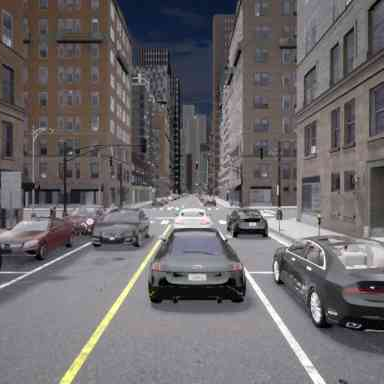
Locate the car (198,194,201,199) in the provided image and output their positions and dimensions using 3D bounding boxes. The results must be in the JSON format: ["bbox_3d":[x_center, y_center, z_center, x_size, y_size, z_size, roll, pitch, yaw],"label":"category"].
[{"bbox_3d":[3.008,1.523,76.493,1.967,1.590,4.097,0,0,0],"label":"car"}]

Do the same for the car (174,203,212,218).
[{"bbox_3d":[0.052,1.526,16.990,1.812,1.442,4.674,0,0,1],"label":"car"}]

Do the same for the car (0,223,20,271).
[{"bbox_3d":[-5.663,1.565,6.774,1.947,1.339,4.313,0,0,0],"label":"car"}]

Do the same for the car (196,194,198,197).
[{"bbox_3d":[3.053,1.455,92.721,2.192,1.841,5.009,0,0,0],"label":"car"}]

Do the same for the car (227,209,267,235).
[{"bbox_3d":[2.874,1.566,17.768,1.947,1.339,4.313,0,0,0],"label":"car"}]

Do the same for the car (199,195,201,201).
[{"bbox_3d":[2.978,1.606,65.675,2.008,1.369,4.403,0,0,0],"label":"car"}]

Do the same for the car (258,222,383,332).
[{"bbox_3d":[2.862,1.550,6.765,2.008,1.369,4.403,0,0,0],"label":"car"}]

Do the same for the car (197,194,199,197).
[{"bbox_3d":[3.038,1.559,87.311,1.967,1.590,4.097,0,0,0],"label":"car"}]

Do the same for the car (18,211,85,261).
[{"bbox_3d":[-5.657,1.582,12.275,1.802,1.307,4.206,0,0,0],"label":"car"}]

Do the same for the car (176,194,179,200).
[{"bbox_3d":[-5.471,1.455,92.740,2.192,1.841,5.009,0,0,0],"label":"car"}]

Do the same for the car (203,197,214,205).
[{"bbox_3d":[2.962,1.570,60.437,1.752,1.417,4.829,0,0,0],"label":"car"}]

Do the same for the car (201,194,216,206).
[{"bbox_3d":[2.946,1.475,54.858,1.967,1.590,4.097,0,0,0],"label":"car"}]

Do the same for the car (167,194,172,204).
[{"bbox_3d":[-5.547,1.606,65.696,2.008,1.369,4.403,0,0,0],"label":"car"}]

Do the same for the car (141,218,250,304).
[{"bbox_3d":[0.091,1.564,8.232,1.994,1.385,4.181,0,0,0],"label":"car"}]

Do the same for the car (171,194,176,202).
[{"bbox_3d":[-5.502,1.625,81.752,1.752,1.417,4.829,0,0,0],"label":"car"}]

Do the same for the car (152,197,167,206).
[{"bbox_3d":[-5.578,1.617,54.880,1.802,1.307,4.206,0,0,0],"label":"car"}]

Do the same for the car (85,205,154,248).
[{"bbox_3d":[-2.985,1.507,14.840,1.837,1.490,4.892,0,0,0],"label":"car"}]

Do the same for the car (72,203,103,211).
[{"bbox_3d":[-5.652,1.440,17.777,1.967,1.590,4.097,0,0,0],"label":"car"}]
